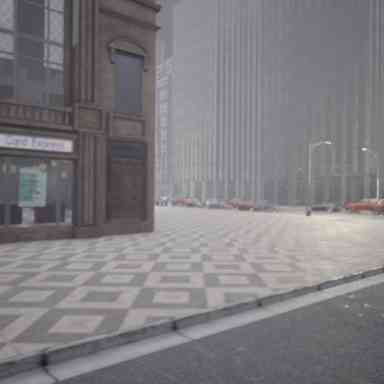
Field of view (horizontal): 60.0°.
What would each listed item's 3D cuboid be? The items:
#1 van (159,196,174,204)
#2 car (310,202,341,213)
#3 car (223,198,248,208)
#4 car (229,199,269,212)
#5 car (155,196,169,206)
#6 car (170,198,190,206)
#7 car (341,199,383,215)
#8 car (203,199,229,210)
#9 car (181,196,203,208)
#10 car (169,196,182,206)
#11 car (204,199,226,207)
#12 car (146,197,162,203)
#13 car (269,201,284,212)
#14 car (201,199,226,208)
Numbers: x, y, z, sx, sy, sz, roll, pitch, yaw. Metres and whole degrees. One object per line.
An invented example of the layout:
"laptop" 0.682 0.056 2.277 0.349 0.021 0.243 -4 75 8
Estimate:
"van" -5.809 1.726 75.832 1.690 1.788 3.998 1 0 -36
"car" 17.583 1.990 44.030 1.947 1.339 4.313 1 0 -36
"car" 7.558 1.852 57.659 1.967 1.590 4.097 1 0 -36
"car" 7.359 1.877 43.541 1.887 1.381 4.507 1 0 -36
"car" -6.008 1.865 61.711 2.008 1.369 4.403 1 0 -36
"car" -2.349 1.935 66.300 1.994 1.385 4.181 1 0 -36
"car" 20.928 1.743 39.488 2.192 1.841 5.009 1 0 -36
"car" 4.017 1.910 48.083 1.802 1.307 4.206 1 0 -36
"car" 0.676 1.765 52.627 1.967 1.590 4.097 1 0 -36
"car" -1.289 1.663 59.801 2.150 2.045 5.566 1 0 -36
"car" 4.214 1.990 62.202 1.802 1.307 4.206 1 0 -36
"car" -9.255 1.897 80.513 1.752 1.417 4.829 1 0 -36
"car" 10.046 1.885 44.234 1.812 1.442 4.674 1 0 -36
"car" 3.765 1.907 58.075 1.812 1.442 4.674 1 0 -36
